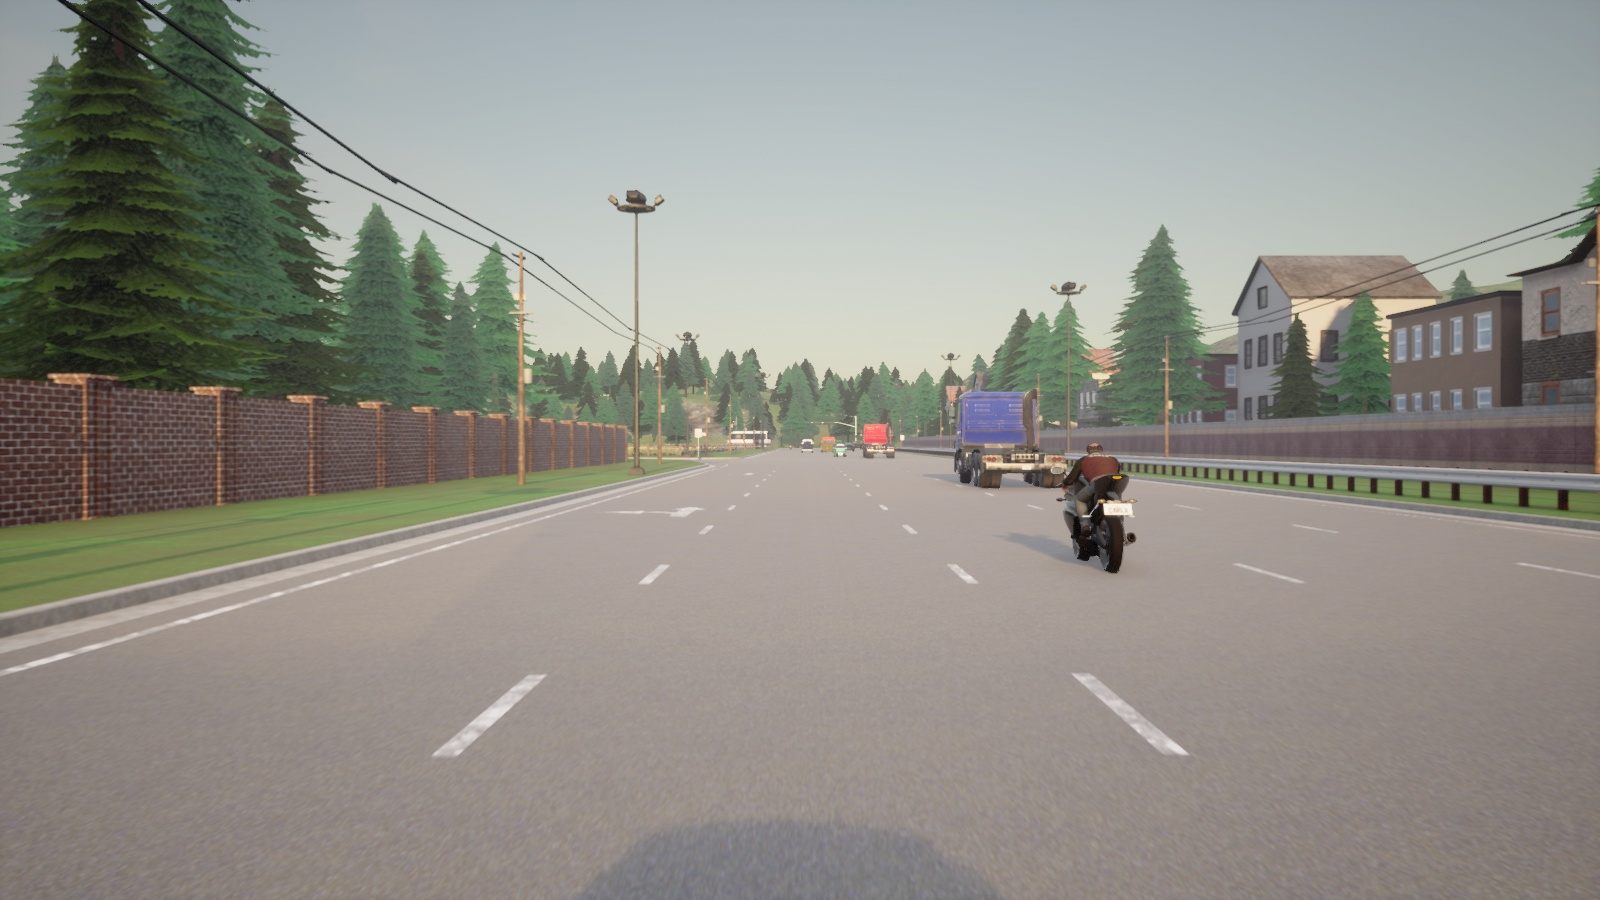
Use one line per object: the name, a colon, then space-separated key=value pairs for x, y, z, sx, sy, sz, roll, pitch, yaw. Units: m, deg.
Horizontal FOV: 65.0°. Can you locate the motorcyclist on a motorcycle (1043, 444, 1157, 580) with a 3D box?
motorcyclist on a motorcycle: x=3.603 y=0.698 z=15.298 sx=0.866 sy=1.530 sz=2.191 roll=0 pitch=0 yaw=0

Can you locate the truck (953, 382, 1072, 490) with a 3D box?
truck: x=7.268 y=-0.478 z=44.119 sx=2.891 sy=3.462 sz=7.936 roll=0 pitch=0 yaw=0
